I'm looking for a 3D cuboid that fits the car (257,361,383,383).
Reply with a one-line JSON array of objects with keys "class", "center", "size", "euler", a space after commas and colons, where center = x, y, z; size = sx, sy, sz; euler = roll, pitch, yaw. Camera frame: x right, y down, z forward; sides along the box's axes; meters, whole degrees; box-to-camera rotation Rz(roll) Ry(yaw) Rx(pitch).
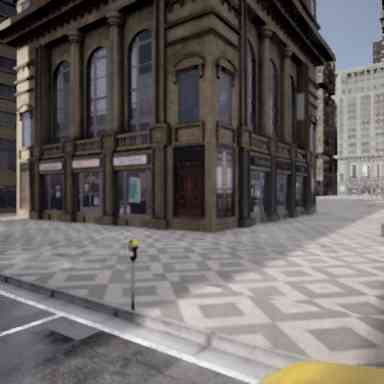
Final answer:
[{"class": "car", "center": [2.315, 1.520, 1.314], "size": [4.829, 1.417, 1.752], "euler": [0, 0, 35]}]
